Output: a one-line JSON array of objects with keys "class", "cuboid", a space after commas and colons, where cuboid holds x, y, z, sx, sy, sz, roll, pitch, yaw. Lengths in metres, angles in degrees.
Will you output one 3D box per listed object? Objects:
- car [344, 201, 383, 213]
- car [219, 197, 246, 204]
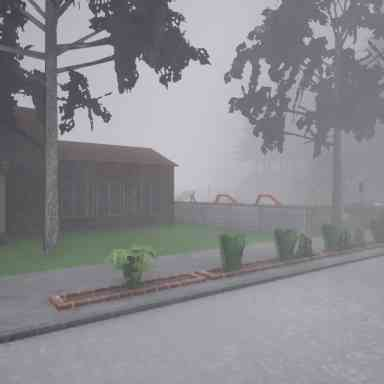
[{"class": "car", "cuboid": [16.037, 1.526, 29.673, 1.812, 1.442, 4.674, 0, 0, -35]}, {"class": "car", "cuboid": [5.251, 1.504, 44.857, 1.837, 1.490, 4.892, 0, 0, -35]}]
